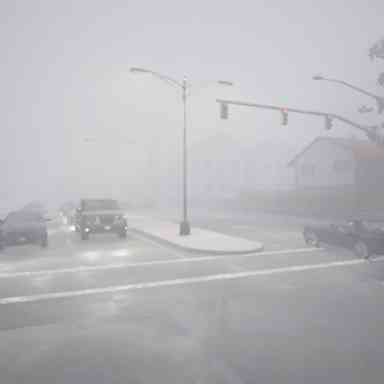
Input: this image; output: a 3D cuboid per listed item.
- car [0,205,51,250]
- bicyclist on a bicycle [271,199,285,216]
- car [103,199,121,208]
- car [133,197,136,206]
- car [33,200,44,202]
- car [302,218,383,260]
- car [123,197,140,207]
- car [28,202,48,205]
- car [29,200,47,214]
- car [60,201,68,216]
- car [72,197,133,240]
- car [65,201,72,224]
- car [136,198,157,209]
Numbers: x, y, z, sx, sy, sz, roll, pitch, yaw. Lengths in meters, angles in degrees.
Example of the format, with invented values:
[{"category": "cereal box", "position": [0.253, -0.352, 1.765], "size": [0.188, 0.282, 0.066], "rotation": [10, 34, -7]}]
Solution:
[{"category": "car", "position": [-7.654, 1.598, 15.326], "size": [1.882, 1.535, 5.008], "rotation": [0, 0, -24]}, {"category": "bicyclist on a bicycle", "position": [8.132, 1.455, 31.553], "size": [1.656, 1.620, 0.582], "rotation": [0, 0, -24]}, {"category": "car", "position": [-14.266, 1.947, 59.079], "size": [2.033, 1.411, 5.357], "rotation": [0, 0, -24]}, {"category": "car", "position": [-10.180, 1.857, 49.935], "size": [1.812, 1.442, 4.674], "rotation": [0, 0, -23]}, {"category": "car", "position": [-15.069, 1.725, 32.169], "size": [1.882, 1.535, 5.008], "rotation": [0, 0, -24]}, {"category": "car", "position": [6.291, 1.653, 12.848], "size": [1.895, 1.301, 4.718], "rotation": [0, 0, -14]}, {"category": "car", "position": [-11.053, 1.747, 60.466], "size": [2.097, 1.767, 4.553], "rotation": [0, 0, -24]}, {"category": "car", "position": [-11.294, 1.709, 23.625], "size": [1.812, 1.442, 4.674], "rotation": [0, 0, -24]}, {"category": "car", "position": [-19.148, 1.821, 41.471], "size": [1.837, 1.490, 4.892], "rotation": [0, 0, -24]}, {"category": "car", "position": [-12.760, 1.763, 35.611], "size": [1.837, 1.490, 4.892], "rotation": [0, 0, -23]}, {"category": "car", "position": [-5.083, 1.349, 18.228], "size": [2.150, 2.045, 5.566], "rotation": [0, 0, -24]}, {"category": "car", "position": [-9.024, 1.720, 27.163], "size": [1.812, 1.442, 4.674], "rotation": [0, 0, -24]}, {"category": "car", "position": [-7.017, 1.679, 51.317], "size": [2.097, 1.767, 4.553], "rotation": [0, 0, -24]}]
